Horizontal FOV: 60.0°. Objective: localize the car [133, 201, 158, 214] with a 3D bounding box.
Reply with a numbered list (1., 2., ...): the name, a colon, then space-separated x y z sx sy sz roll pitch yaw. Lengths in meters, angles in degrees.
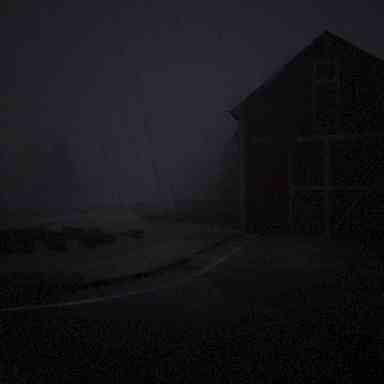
1. car: -5.551 1.825 40.084 1.816 1.474 4.193 -6 -2 17
